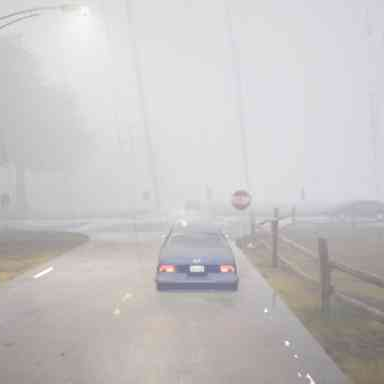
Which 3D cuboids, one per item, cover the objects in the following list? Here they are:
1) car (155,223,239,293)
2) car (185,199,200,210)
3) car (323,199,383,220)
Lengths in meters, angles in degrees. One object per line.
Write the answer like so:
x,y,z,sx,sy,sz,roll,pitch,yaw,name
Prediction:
0.095,1.546,8.999,2.033,1.411,5.357,0,0,0,car
0.092,1.593,44.217,1.994,1.385,4.181,0,0,0,car
12.664,1.332,25.699,4.892,1.490,1.837,-1,1,0,car
